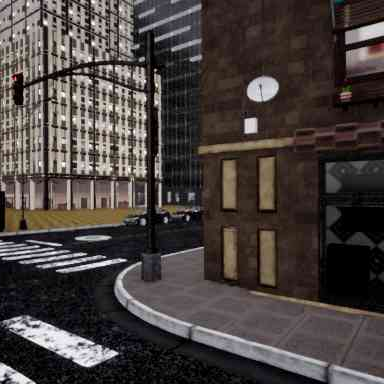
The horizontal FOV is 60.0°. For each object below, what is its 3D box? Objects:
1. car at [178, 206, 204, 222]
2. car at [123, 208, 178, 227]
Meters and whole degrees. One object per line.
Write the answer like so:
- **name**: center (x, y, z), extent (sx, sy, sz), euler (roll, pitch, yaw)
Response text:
- **car**: center (-0.243, 1.975, 30.451), extent (2.008, 1.369, 4.403), euler (-2, -2, 35)
- **car**: center (-3.451, 1.894, 25.898), extent (2.008, 1.369, 4.403), euler (-2, -2, 35)
